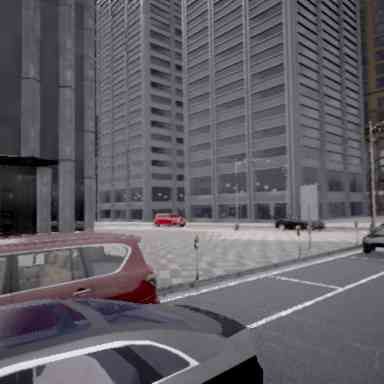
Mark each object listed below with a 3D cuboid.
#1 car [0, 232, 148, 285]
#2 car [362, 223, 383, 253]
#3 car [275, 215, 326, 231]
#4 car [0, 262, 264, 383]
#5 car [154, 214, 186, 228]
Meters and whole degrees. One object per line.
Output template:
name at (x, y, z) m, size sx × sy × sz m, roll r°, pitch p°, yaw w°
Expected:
car at (-2.753, 1.576, 4.522) m, size 5.009 × 1.841 × 2.192 m, roll 1°, pitch -3°, yaw -42°
car at (9.533, 2.085, 15.473) m, size 4.313 × 1.339 × 1.947 m, roll 1°, pitch -3°, yaw -42°
car at (10.475, 3.042, 32.383) m, size 1.882 × 1.535 × 5.008 m, roll 1°, pitch -4°, yaw -41°
car at (-1.535, 1.622, 2.030) m, size 4.902 × 1.511 × 2.128 m, roll 1°, pitch -3°, yaw -42°
car at (-3.210, 4.119, 47.851) m, size 2.150 × 2.045 × 5.566 m, roll 1°, pitch -4°, yaw -41°
